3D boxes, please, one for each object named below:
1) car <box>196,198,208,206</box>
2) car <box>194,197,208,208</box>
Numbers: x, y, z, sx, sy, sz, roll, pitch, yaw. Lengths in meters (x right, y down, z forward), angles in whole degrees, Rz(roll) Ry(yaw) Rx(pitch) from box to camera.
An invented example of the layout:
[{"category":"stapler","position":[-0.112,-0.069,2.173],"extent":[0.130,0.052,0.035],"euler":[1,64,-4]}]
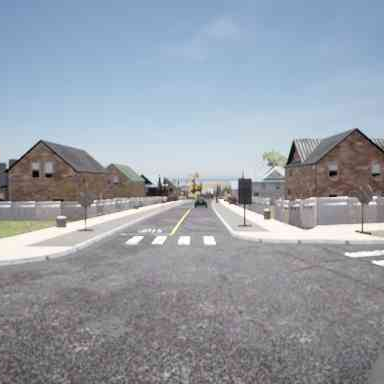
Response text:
[{"category":"car","position":[1.957,1.899,64.234],"extent":[2.033,1.411,5.357],"euler":[0,0,3]},{"category":"car","position":[1.477,1.619,54.206],"extent":[2.097,1.767,4.553],"euler":[0,0,3]}]
